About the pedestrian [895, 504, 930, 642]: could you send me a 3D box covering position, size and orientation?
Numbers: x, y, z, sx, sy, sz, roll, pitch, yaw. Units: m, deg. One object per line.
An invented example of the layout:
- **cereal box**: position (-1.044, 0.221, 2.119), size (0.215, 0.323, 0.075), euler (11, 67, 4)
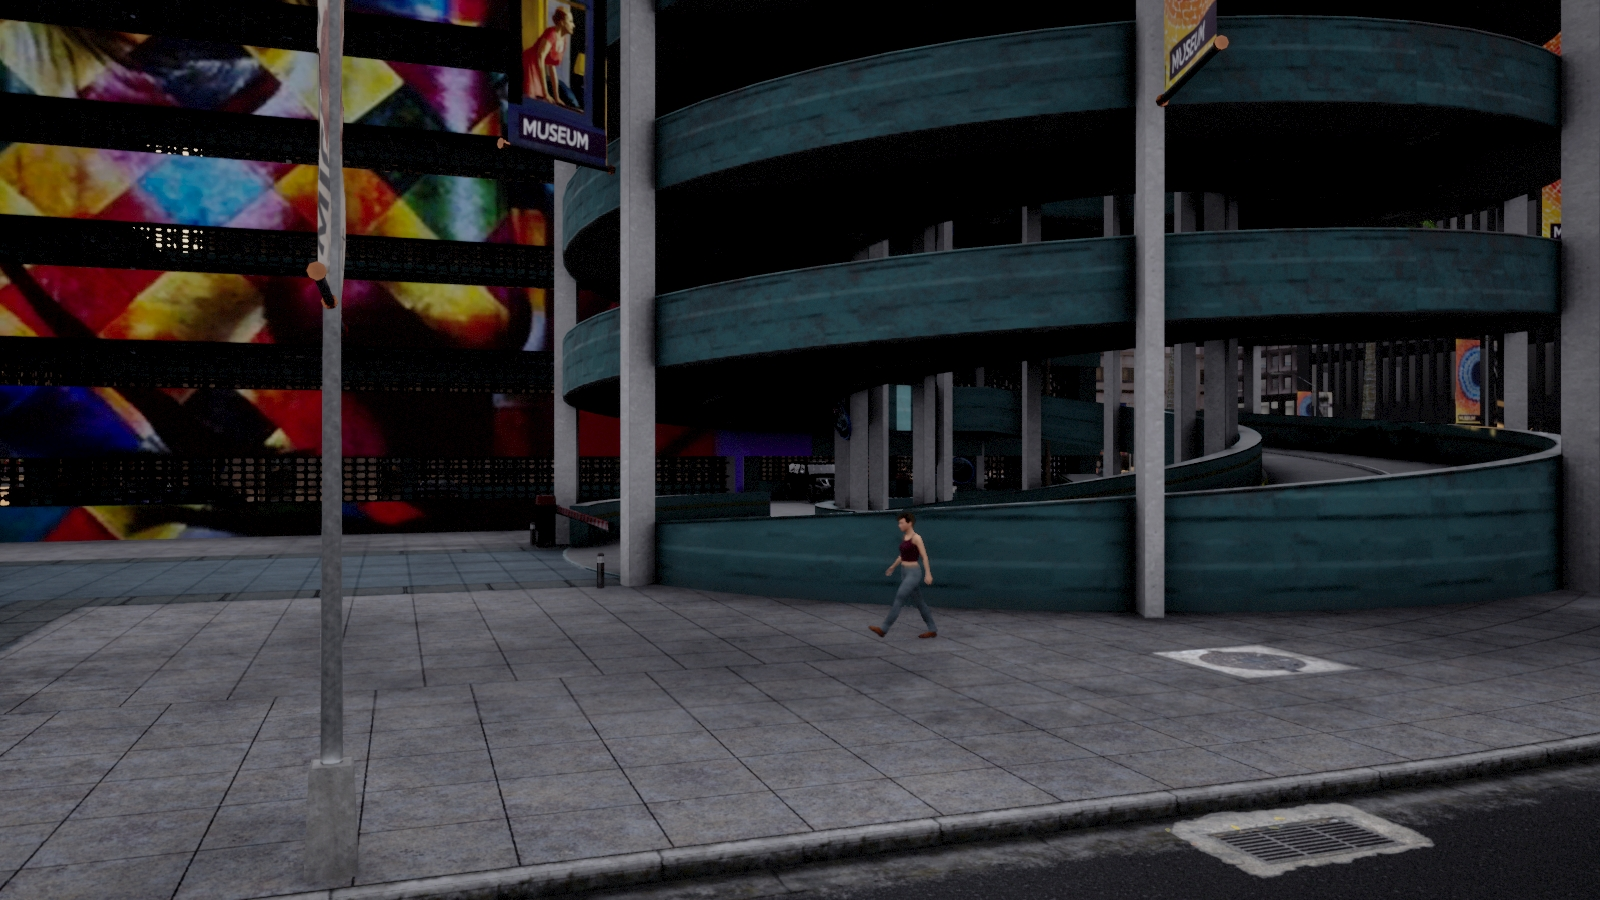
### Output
- **pedestrian**: position (1.558, 1.696, 15.889), size (0.375, 1.860, 0.375), euler (0, 0, -16)
